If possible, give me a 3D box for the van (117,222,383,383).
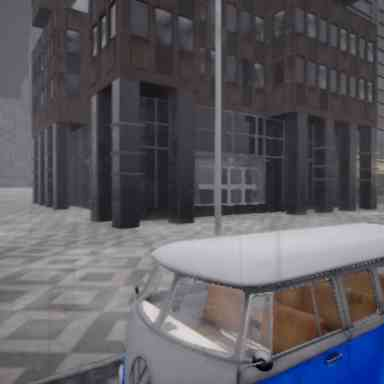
[{"bbox_3d":[1.253,1.292,3.396,3.998,1.788,1.690,-1,1,-35],"label":"van"}]
